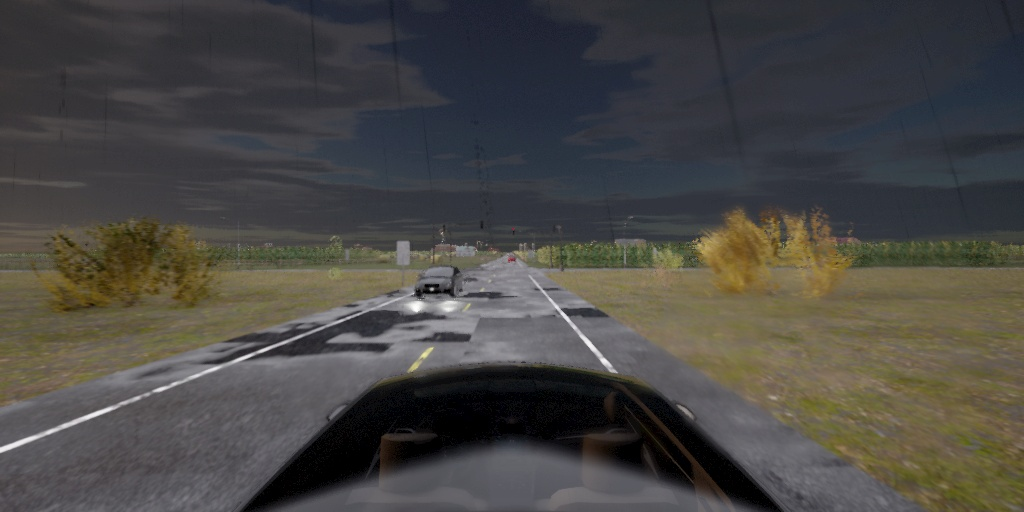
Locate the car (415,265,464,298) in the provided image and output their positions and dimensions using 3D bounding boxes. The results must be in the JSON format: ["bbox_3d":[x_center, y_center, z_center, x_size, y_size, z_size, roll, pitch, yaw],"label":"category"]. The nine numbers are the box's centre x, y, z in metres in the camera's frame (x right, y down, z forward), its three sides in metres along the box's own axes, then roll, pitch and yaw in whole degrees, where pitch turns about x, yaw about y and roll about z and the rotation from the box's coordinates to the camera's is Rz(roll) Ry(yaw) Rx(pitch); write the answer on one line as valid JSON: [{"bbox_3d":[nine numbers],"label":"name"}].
[{"bbox_3d":[-3.596,1.251,18.516,1.837,1.490,4.892,0,0,0],"label":"car"}]
